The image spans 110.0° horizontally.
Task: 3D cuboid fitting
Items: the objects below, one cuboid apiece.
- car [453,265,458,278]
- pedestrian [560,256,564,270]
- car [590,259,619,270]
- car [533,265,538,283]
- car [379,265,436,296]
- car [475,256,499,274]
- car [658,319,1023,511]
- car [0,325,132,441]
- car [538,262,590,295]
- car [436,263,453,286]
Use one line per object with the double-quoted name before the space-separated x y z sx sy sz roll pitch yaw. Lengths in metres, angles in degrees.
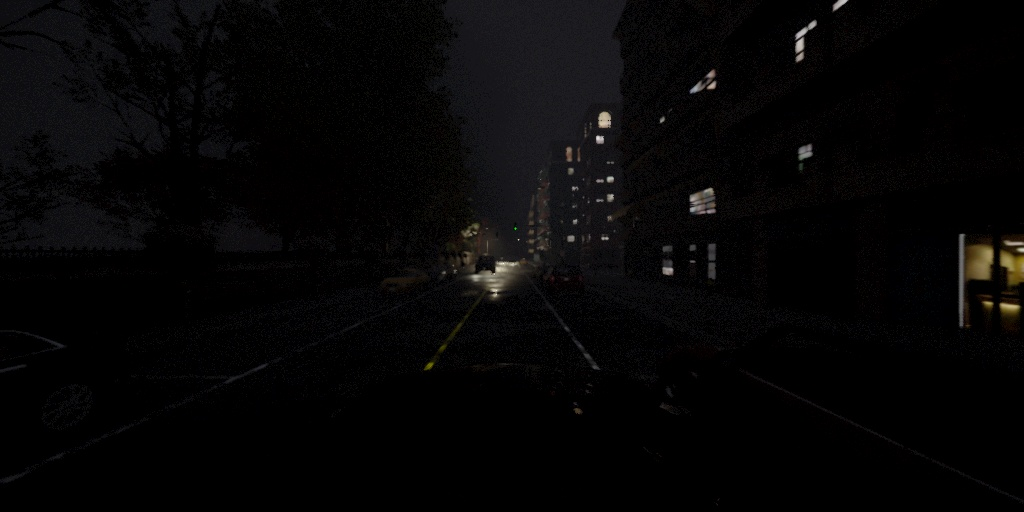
"car" -5.687 1.272 30.685 1.751 1.417 4.829 0 0 0
"pedestrian" 6.139 0.896 44.240 0.375 1.860 0.375 0 0 0
"car" 14.603 1.345 57.834 5.009 1.841 2.192 0 0 0
"car" 2.694 1.311 25.224 1.948 1.339 4.313 0 0 0
"car" -5.687 1.270 19.424 1.751 1.417 4.829 0 0 0
"car" -2.997 0.979 41.497 2.150 2.045 5.566 0 0 0
"car" 2.692 1.189 2.704 1.967 1.591 4.097 0 0 0
"car" -5.688 1.300 2.704 2.007 1.370 4.403 0 0 0
"car" 2.693 1.185 19.594 1.967 1.591 4.097 0 0 0
"car" -5.686 1.296 25.224 2.007 1.370 4.403 0 0 0
